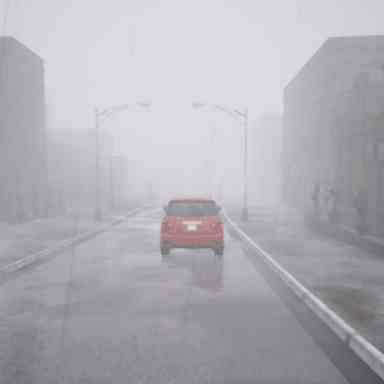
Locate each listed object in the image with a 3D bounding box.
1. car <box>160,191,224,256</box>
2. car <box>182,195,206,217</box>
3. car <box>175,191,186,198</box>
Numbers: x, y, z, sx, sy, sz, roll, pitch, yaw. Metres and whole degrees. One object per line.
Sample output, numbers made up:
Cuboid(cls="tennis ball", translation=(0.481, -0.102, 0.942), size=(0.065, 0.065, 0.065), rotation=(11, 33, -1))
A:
Cuboid(cls="car", translation=(0.003, 1.152, 13.062), size=(2.150, 2.045, 5.566), rotation=(0, 1, 0))
Cuboid(cls="car", translation=(0.248, 1.149, 28.512), size=(1.882, 1.535, 5.008), rotation=(0, 1, 3))
Cuboid(cls="car", translation=(-2.414, 0.493, 70.597), size=(1.994, 1.385, 4.181), rotation=(0, 1, 1))
